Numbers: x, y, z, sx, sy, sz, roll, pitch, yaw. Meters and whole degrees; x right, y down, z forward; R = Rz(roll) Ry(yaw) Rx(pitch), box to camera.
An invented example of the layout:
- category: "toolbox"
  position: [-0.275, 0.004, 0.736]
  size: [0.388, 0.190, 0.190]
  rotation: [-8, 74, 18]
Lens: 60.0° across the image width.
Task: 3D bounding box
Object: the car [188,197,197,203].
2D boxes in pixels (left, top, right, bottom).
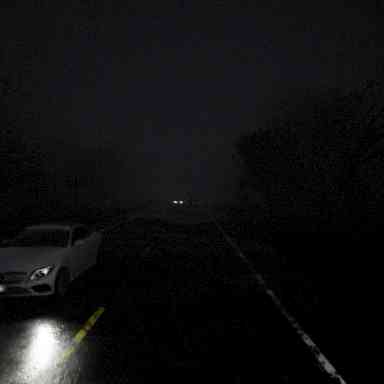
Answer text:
- category: "car"
  position: [0.029, 1.675, 72.527]
  size: [1.895, 1.301, 4.718]
  rotation: [0, 0, 0]

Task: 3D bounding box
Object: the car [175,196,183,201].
- category: "car"
  position: [-3.464, 1.705, 87.208]
  size: [1.895, 1.301, 4.718]
  rotation: [0, 0, 0]

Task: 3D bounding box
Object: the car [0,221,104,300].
- category: "car"
  position: [-3.588, 1.530, 8.528]
  size: [1.812, 1.442, 4.674]
  rotation: [0, 0, 0]

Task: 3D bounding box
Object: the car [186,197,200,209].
- category: "car"
  position: [0.119, 1.586, 47.042]
  size: [2.033, 1.411, 5.357]
  rotation: [0, 0, 0]
